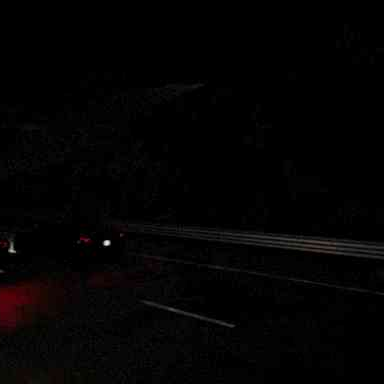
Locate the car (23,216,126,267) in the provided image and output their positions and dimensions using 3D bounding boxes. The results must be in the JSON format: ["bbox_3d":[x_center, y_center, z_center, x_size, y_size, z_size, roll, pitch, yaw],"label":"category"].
[{"bbox_3d":[-4.207,1.503,11.256,4.181,1.385,1.994,0,0,36],"label":"car"}]

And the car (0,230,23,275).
[{"bbox_3d":[-6.762,1.412,8.784,5.008,1.535,1.882,1,0,36],"label":"car"}]
